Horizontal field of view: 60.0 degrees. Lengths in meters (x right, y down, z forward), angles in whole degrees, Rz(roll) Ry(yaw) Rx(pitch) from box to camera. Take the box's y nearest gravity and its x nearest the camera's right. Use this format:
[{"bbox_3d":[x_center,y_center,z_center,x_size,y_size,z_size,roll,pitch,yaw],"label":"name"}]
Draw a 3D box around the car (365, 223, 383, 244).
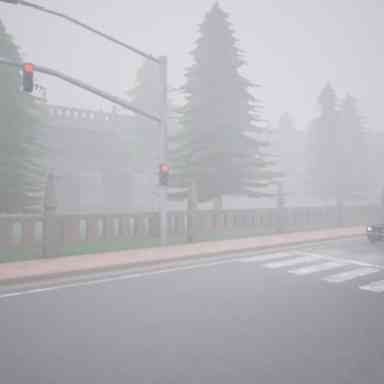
[{"bbox_3d":[10.055,1.724,15.439,4.718,1.301,1.895,0,-1,-35],"label":"car"}]
